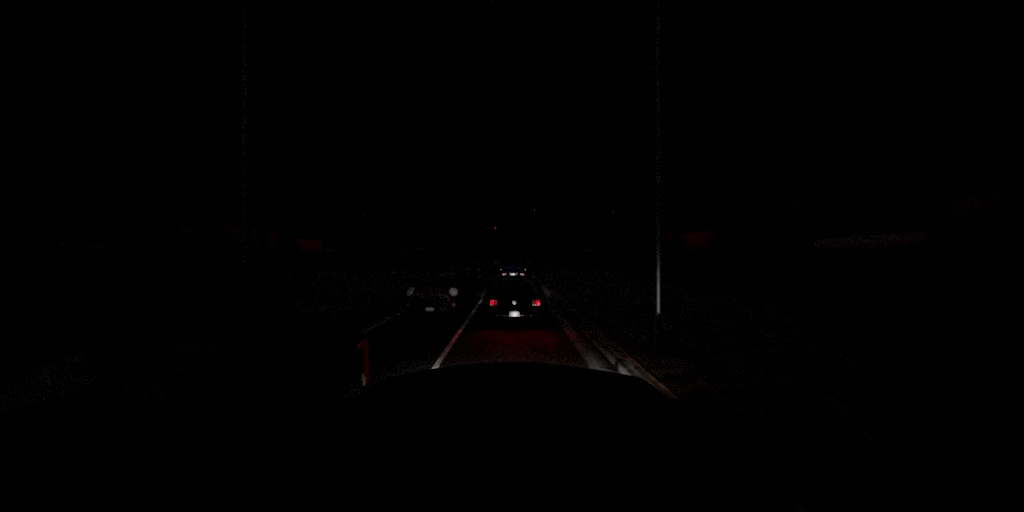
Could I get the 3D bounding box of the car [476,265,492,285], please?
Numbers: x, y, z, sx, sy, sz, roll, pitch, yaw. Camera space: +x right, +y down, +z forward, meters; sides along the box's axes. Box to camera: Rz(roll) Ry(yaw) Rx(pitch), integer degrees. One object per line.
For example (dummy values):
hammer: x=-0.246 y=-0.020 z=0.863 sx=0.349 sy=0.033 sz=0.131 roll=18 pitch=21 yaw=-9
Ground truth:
car: x=-2.644 y=1.307 z=24.244 sx=1.948 sy=1.339 sz=4.313 roll=0 pitch=0 yaw=0

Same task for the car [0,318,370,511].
car: x=-2.637 y=1.294 z=2.724 sx=1.888 sy=1.381 sz=4.507 roll=0 pitch=0 yaw=0

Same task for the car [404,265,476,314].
car: x=-2.641 y=1.183 z=13.484 sx=1.967 sy=1.591 sz=4.097 roll=0 pitch=0 yaw=0

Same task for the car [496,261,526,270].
car: x=0.084 y=1.289 z=27.032 sx=2.033 sy=1.411 sz=5.357 roll=0 pitch=0 yaw=0

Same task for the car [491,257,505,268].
car: x=-2.657 y=1.304 z=61.843 sx=1.751 sy=1.417 sz=4.829 roll=0 pitch=0 yaw=0

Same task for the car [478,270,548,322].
car: x=0.085 y=1.344 z=12.308 sx=1.895 sy=1.301 sz=4.718 roll=0 pitch=0 yaw=0
